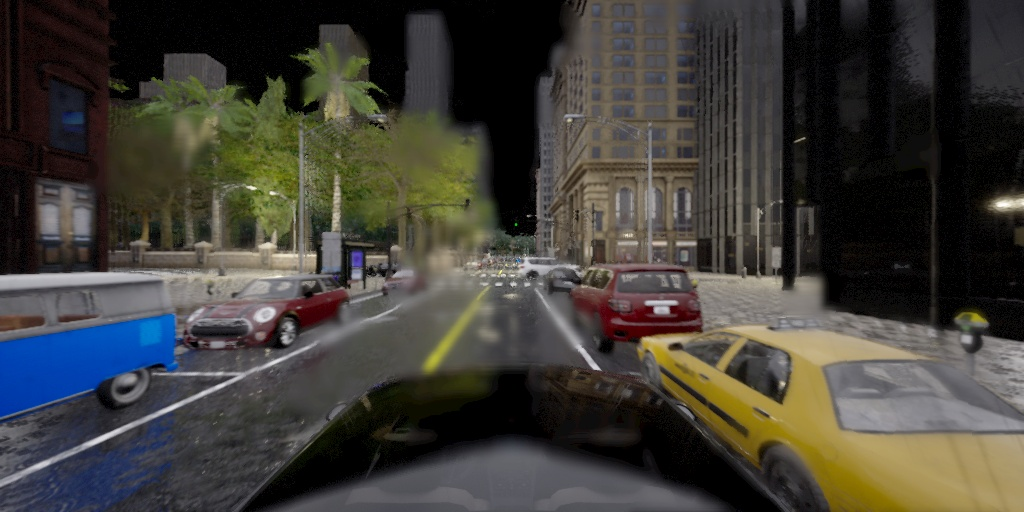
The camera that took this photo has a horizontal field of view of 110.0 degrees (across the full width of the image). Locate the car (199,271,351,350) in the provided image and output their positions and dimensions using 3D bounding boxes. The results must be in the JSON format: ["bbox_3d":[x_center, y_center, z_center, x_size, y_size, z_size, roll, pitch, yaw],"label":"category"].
[{"bbox_3d":[-5.764,1.215,9.009,1.967,1.591,4.097,0,0,0],"label":"car"}]

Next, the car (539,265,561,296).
[{"bbox_3d":[2.760,1.377,19.845,1.948,1.339,4.313,0,0,0],"label":"car"}]

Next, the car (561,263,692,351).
[{"bbox_3d":[2.761,1.090,8.995,2.192,1.841,5.009,0,0,0],"label":"car"}]

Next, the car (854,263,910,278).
[{"bbox_3d":[35.621,1.636,34.428,5.566,2.045,2.150,1,0,0],"label":"car"}]

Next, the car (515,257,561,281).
[{"bbox_3d":[3.302,1.163,31.372,5.566,2.045,2.150,1,0,0],"label":"car"}]

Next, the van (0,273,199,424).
[{"bbox_3d":[-5.763,1.097,3.583,1.690,1.789,3.998,0,0,0],"label":"van"}]

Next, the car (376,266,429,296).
[{"bbox_3d":[-5.766,1.393,19.862,1.802,1.307,4.207,0,0,0],"label":"car"}]

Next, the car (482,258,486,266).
[{"bbox_3d":[-5.771,1.361,57.141,1.967,1.591,4.097,0,0,0],"label":"car"}]

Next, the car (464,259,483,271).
[{"bbox_3d":[-5.770,1.456,51.721,2.007,1.370,4.403,0,0,0],"label":"car"}]

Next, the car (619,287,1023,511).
[{"bbox_3d":[2.762,1.282,3.739,1.751,1.417,4.829,0,0,0],"label":"car"}]

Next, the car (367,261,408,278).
[{"bbox_3d":[-10.067,1.234,31.381,5.008,1.535,1.882,1,0,0],"label":"car"}]
